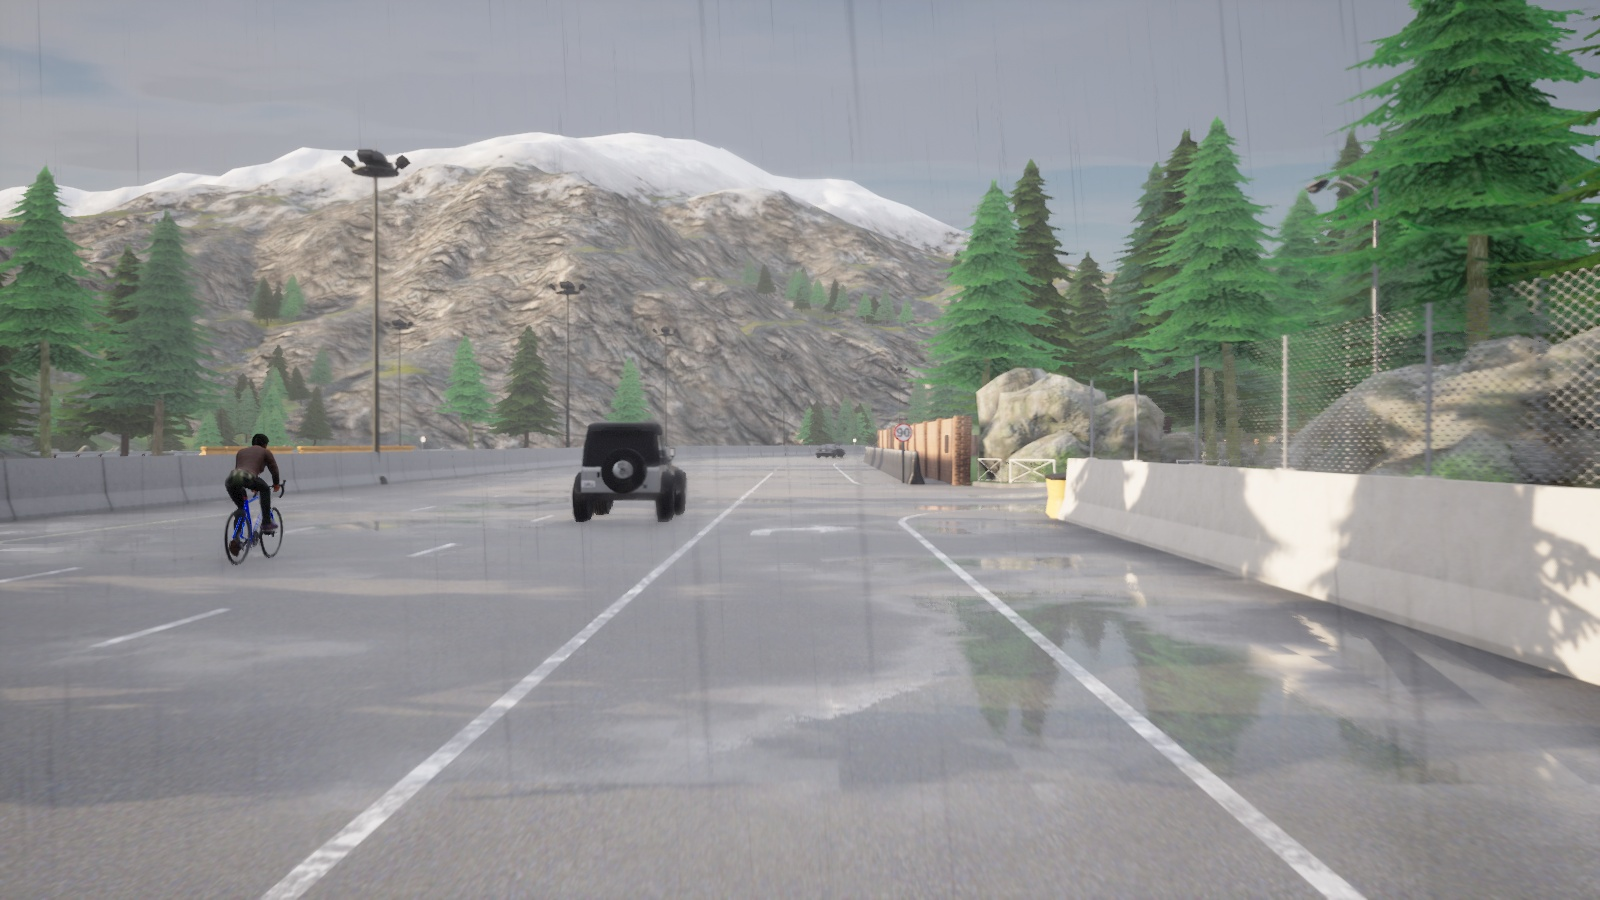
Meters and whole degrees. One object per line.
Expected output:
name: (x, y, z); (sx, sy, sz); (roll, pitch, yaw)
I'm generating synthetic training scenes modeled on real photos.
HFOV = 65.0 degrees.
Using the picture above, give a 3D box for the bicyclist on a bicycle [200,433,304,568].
bicyclist on a bicycle: (-6.894, 0.604, 15.878); (0.582, 1.620, 1.656); (0, 0, 0)

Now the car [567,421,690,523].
car: (-3.342, 0.398, 25.111); (1.905, 1.878, 3.866); (0, 0, 0)
